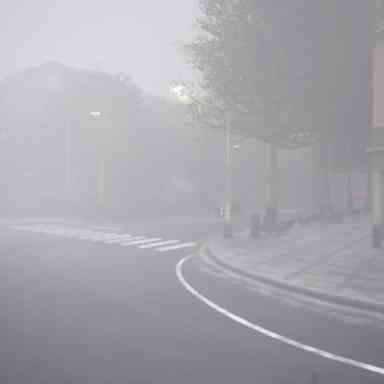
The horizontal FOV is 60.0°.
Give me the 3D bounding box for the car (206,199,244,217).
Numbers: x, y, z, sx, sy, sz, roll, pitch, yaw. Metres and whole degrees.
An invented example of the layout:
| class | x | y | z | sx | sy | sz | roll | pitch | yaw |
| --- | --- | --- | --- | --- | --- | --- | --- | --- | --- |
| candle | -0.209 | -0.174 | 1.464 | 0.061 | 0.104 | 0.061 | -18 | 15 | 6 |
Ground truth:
| class | x | y | z | sx | sy | sz | roll | pitch | yaw |
| --- | --- | --- | --- | --- | --- | --- | --- | --- | --- |
| car | 3.296 | 1.497 | 32.777 | 2.097 | 1.767 | 4.553 | 0 | 0 | 37 |
